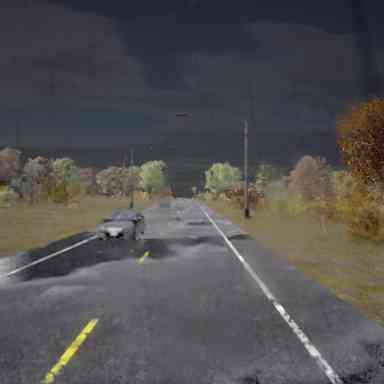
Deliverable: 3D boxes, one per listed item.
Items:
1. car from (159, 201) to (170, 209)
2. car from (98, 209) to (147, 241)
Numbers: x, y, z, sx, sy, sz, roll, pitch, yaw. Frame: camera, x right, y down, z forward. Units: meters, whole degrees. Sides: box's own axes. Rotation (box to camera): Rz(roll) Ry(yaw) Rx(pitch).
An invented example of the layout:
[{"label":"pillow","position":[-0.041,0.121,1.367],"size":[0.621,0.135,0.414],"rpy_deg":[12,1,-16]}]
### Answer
[{"label":"car","position":[-4.815,2.250,58.827],"size":[1.895,1.301,4.718],"rpy_deg":[0,-1,-6]},{"label":"car","position":[-3.597,1.681,17.816],"size":[2.128,1.511,4.902],"rpy_deg":[0,-1,0]}]
